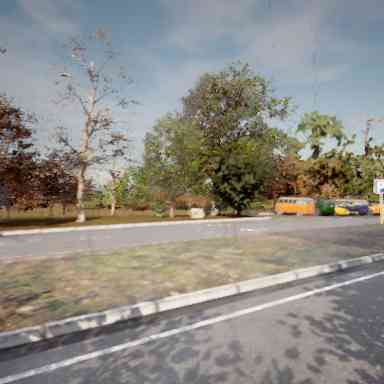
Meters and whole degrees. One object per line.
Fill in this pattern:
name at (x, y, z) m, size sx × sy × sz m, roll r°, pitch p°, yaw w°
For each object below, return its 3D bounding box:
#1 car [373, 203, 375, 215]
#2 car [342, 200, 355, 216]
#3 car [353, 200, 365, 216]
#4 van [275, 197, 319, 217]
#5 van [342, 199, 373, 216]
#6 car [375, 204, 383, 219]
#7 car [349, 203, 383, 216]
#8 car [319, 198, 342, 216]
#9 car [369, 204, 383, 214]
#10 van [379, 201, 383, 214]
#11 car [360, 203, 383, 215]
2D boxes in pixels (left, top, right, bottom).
car at (22.539, 2.151, 44.349) m, size 2.185 × 1.767 × 4.553 m, roll 2°, pitch -1°, yaw -35°
car at (15.862, 1.999, 39.405) m, size 1.946 × 1.575 × 5.366 m, roll 2°, pitch -1°, yaw -35°
car at (18.011, 2.094, 41.155) m, size 2.231 × 1.521 × 4.892 m, roll 2°, pitch -1°, yaw -35°
van at (11.083, 1.612, 36.373) m, size 1.878 × 1.987 × 4.442 m, roll 2°, pitch -1°, yaw -35°
van at (20.201, 1.959, 42.866) m, size 1.878 × 1.987 × 4.442 m, roll 2°, pitch -1°, yaw -35°
car at (16.503, 1.764, 23.803) m, size 1.946 × 1.575 × 5.366 m, roll 2°, pitch -1°, yaw -35°
car at (24.674, 2.364, 45.902) m, size 2.097 × 1.535 × 5.008 m, roll 2°, pitch -1°, yaw -35°
car at (13.490, 1.665, 37.977) m, size 2.435 × 2.045 × 5.566 m, roll 2°, pitch -1°, yaw -35°
car at (29.287, 2.554, 49.187) m, size 2.231 × 1.521 × 4.892 m, roll 2°, pitch -1°, yaw -35°
van at (31.477, 2.419, 50.898) m, size 1.878 × 1.987 × 4.442 m, roll 2°, pitch -1°, yaw -35°
car at (27.032, 2.461, 47.581) m, size 2.097 × 1.535 × 5.008 m, roll 2°, pitch -1°, yaw -35°
